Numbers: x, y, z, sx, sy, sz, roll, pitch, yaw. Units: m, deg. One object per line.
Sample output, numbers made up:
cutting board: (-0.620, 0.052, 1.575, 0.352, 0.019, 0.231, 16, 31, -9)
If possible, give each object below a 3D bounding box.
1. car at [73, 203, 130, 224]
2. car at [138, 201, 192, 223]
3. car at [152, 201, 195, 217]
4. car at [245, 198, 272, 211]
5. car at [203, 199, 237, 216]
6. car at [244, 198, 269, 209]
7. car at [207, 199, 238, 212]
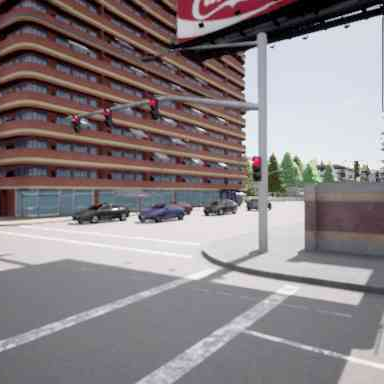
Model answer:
car: (-7.082, 1.648, 26.362, 1.837, 1.490, 4.892, 0, 0, 35)
car: (-2.336, 1.644, 26.984, 1.812, 1.442, 4.674, 0, 0, 35)
car: (-1.769, 1.669, 33.881, 1.812, 1.442, 4.674, 0, 0, 35)
car: (8.722, 1.645, 42.677, 1.812, 1.442, 4.674, 0, 0, 36)
car: (3.010, 1.624, 34.599, 1.837, 1.490, 4.892, 0, 0, 35)
car: (9.764, 1.647, 50.183, 1.837, 1.490, 4.892, 0, 0, 36)
car: (3.917, 1.669, 41.960, 1.812, 1.442, 4.674, 0, 0, 35)
